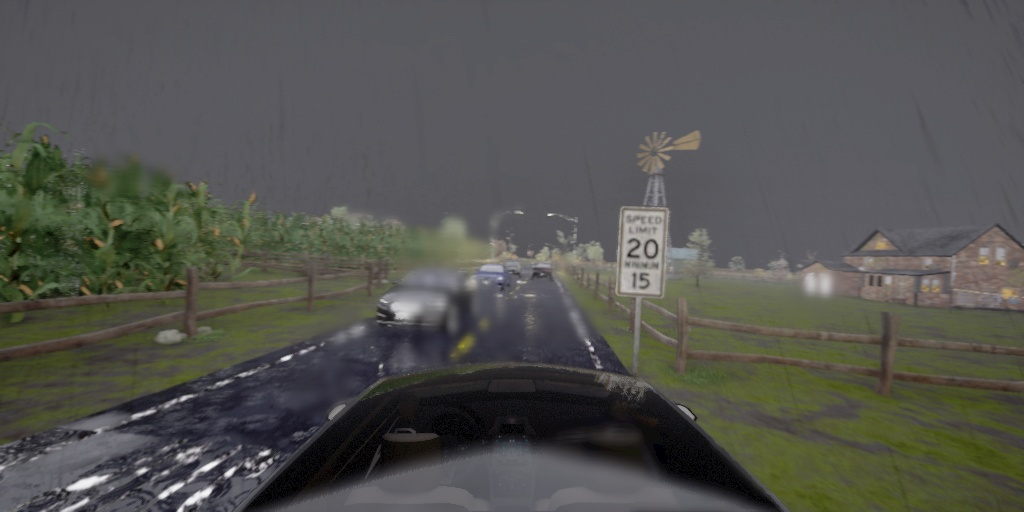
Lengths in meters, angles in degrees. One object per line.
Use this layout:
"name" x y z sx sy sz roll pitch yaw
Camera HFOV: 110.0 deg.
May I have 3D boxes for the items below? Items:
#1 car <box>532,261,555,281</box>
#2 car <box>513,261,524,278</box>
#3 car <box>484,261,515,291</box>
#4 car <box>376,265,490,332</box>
"car" 2.790 1.337 31.817 1.882 1.535 5.008 3 0 5
"car" 0.106 1.220 34.401 1.837 1.490 4.892 3 0 5
"car" -1.139 1.187 21.669 1.812 1.442 4.674 3 0 6
"car" -2.200 1.113 10.566 2.128 1.511 4.902 3 0 6
